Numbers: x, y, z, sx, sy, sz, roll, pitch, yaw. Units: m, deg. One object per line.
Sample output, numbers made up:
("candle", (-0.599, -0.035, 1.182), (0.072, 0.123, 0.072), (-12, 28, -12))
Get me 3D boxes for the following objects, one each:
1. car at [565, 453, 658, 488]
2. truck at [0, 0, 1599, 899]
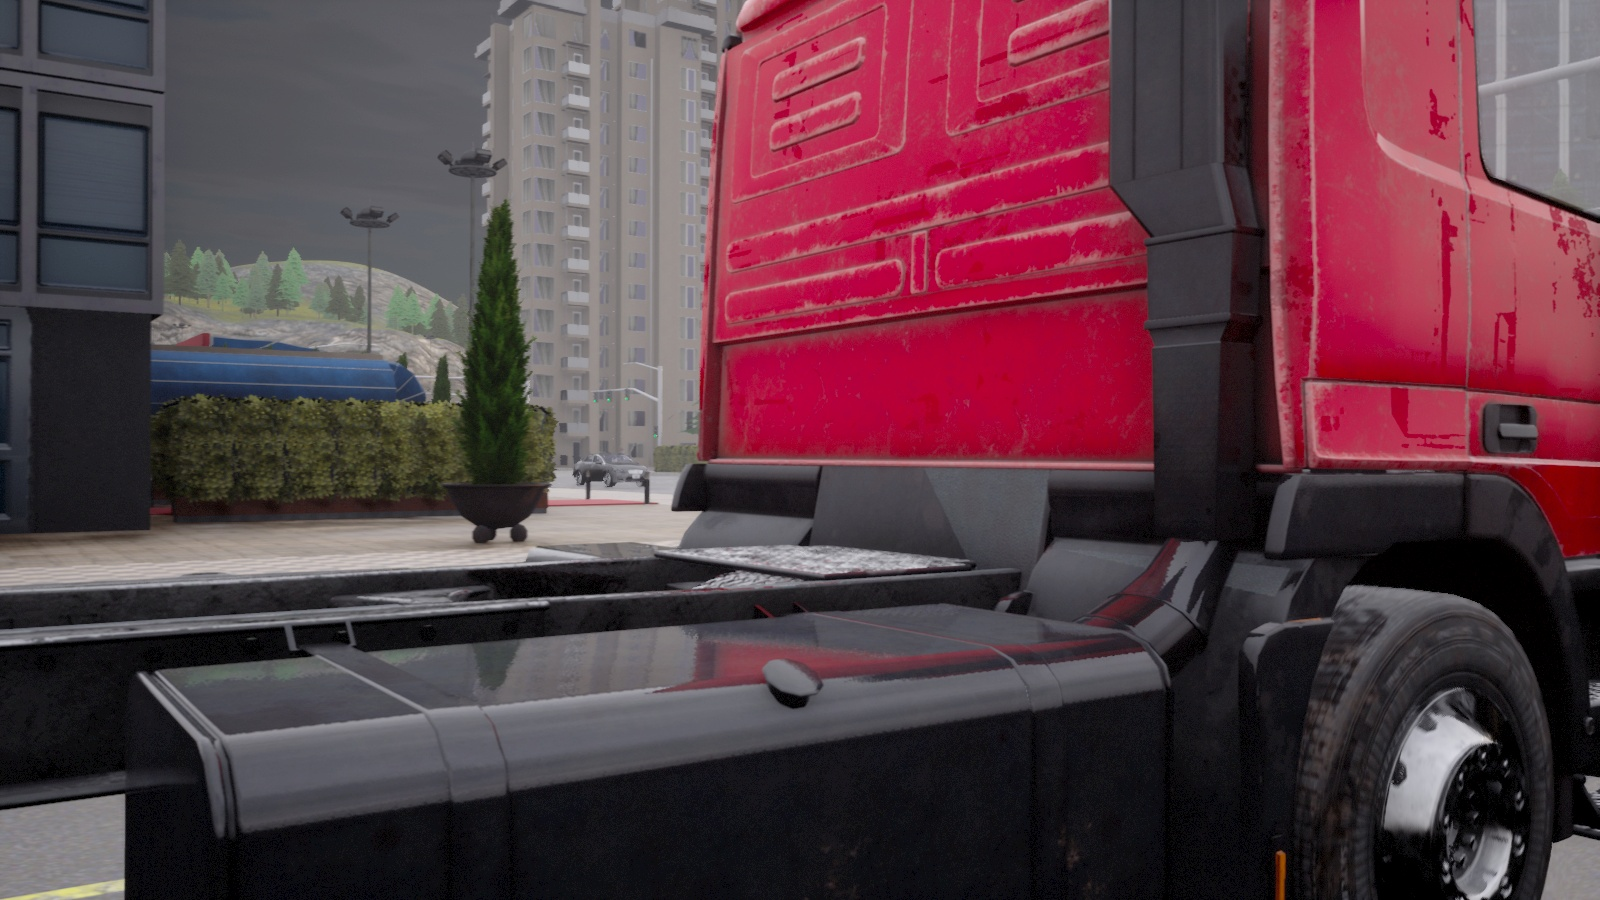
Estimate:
("car", (-8.438, 0.888, 55.962), (2.128, 1.511, 4.902), (0, 0, -35))
("truck", (-1.063, -0.227, 2.923), (7.936, 3.462, 2.891), (0, 0, -35))
